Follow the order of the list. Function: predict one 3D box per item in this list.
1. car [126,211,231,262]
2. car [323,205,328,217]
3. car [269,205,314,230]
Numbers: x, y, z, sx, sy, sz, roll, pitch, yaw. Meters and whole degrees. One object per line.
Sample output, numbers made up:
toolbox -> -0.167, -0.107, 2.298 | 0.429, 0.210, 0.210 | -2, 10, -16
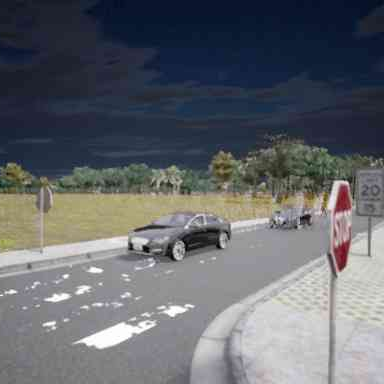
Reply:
car -> -0.289, 1.483, 12.385 | 2.128, 1.511, 4.902 | 1, 0, 35
car -> 14.590, 1.746, 33.400 | 2.128, 1.511, 4.902 | 1, 0, 36
car -> 6.779, 1.612, 22.379 | 2.128, 1.511, 4.902 | 1, 0, 35
